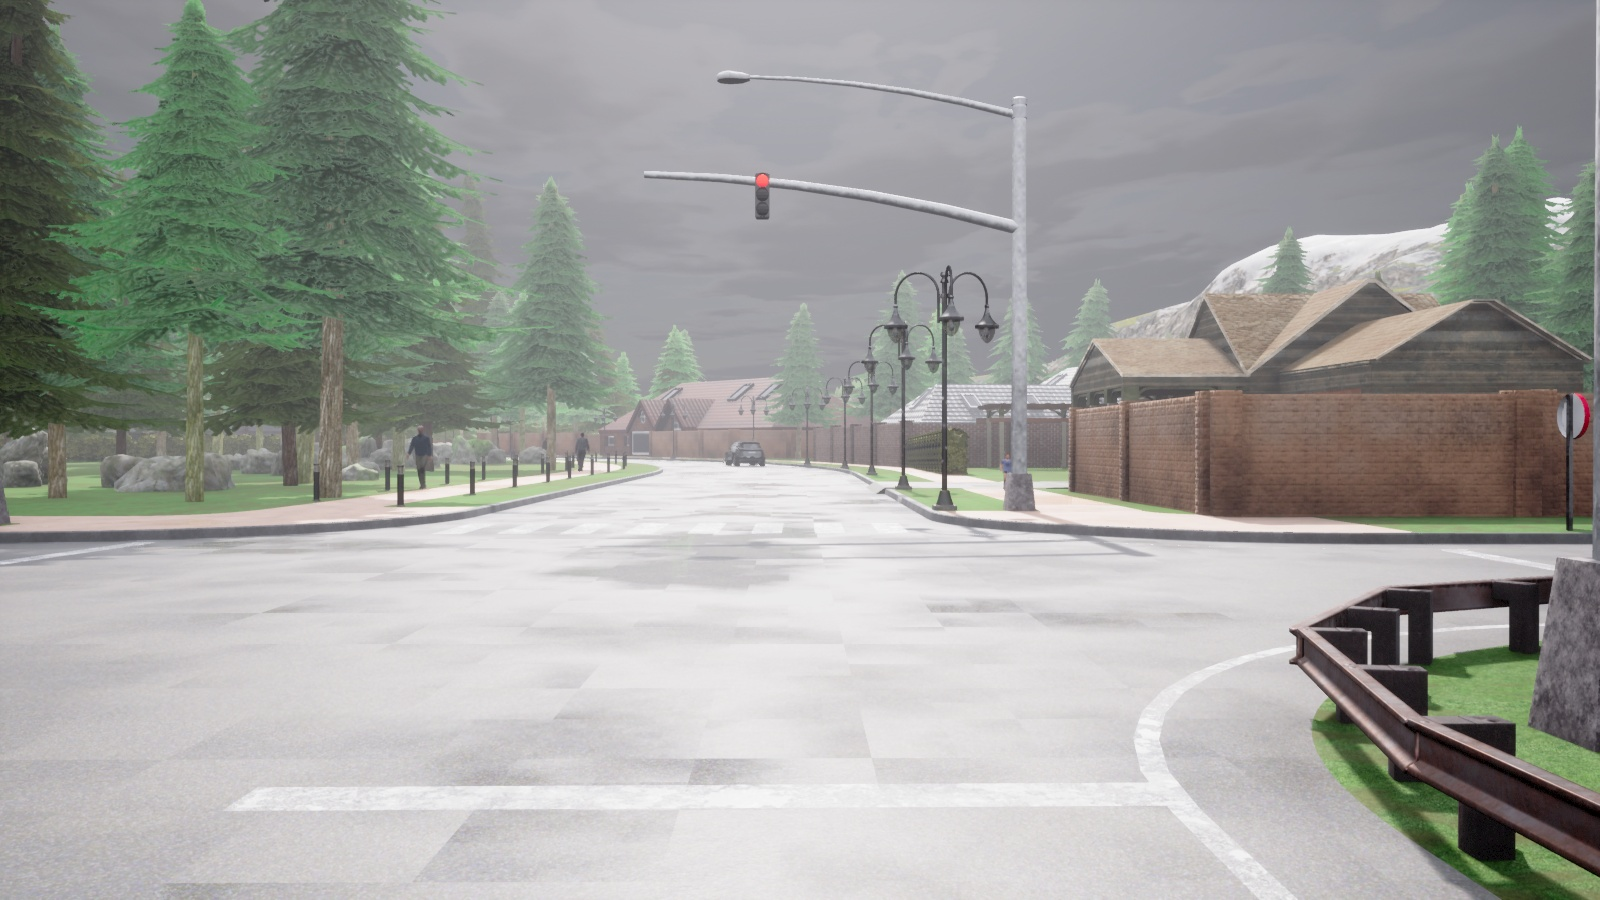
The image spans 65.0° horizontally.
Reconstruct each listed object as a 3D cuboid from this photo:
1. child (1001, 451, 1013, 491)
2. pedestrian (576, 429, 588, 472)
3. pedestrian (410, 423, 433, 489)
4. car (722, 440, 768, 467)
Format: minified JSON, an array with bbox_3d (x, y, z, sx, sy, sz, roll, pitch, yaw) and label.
[{"bbox_3d":[5.717,0.571,34.681,0.255,1.110,0.394,0,0,2],"label":"child"},{"bbox_3d":[-10.006,0.039,57.571,0.423,1.949,0.788,0,0,-2],"label":"pedestrian"},{"bbox_3d":[-10.544,0.166,34.989,0.402,1.842,0.726,0,0,0],"label":"pedestrian"},{"bbox_3d":[-3.519,0.195,79.557,2.033,1.649,4.856,0,0,-14],"label":"car"}]
